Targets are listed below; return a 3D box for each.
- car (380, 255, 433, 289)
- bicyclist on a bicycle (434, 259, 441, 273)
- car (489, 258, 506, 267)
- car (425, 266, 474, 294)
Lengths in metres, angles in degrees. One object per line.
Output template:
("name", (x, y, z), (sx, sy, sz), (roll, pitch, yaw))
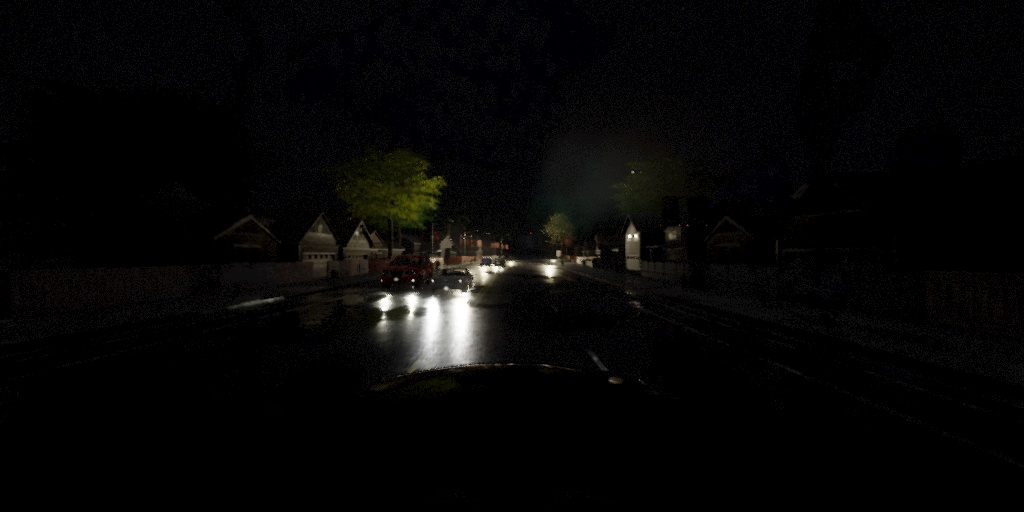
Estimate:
("car", (-6.599, 0.961, 23.196), (2.150, 2.045, 5.566), (0, 0, 0))
("bicyclist on a bicycle", (-8.695, 1.134, 41.786), (0.866, 1.612, 1.509), (0, 0, 0))
("car", (-2.168, 1.119, 62.420), (2.128, 1.511, 4.902), (0, 0, 4))
("car", (-3.351, 1.344, 20.531), (1.895, 1.301, 4.718), (0, 0, 0))
